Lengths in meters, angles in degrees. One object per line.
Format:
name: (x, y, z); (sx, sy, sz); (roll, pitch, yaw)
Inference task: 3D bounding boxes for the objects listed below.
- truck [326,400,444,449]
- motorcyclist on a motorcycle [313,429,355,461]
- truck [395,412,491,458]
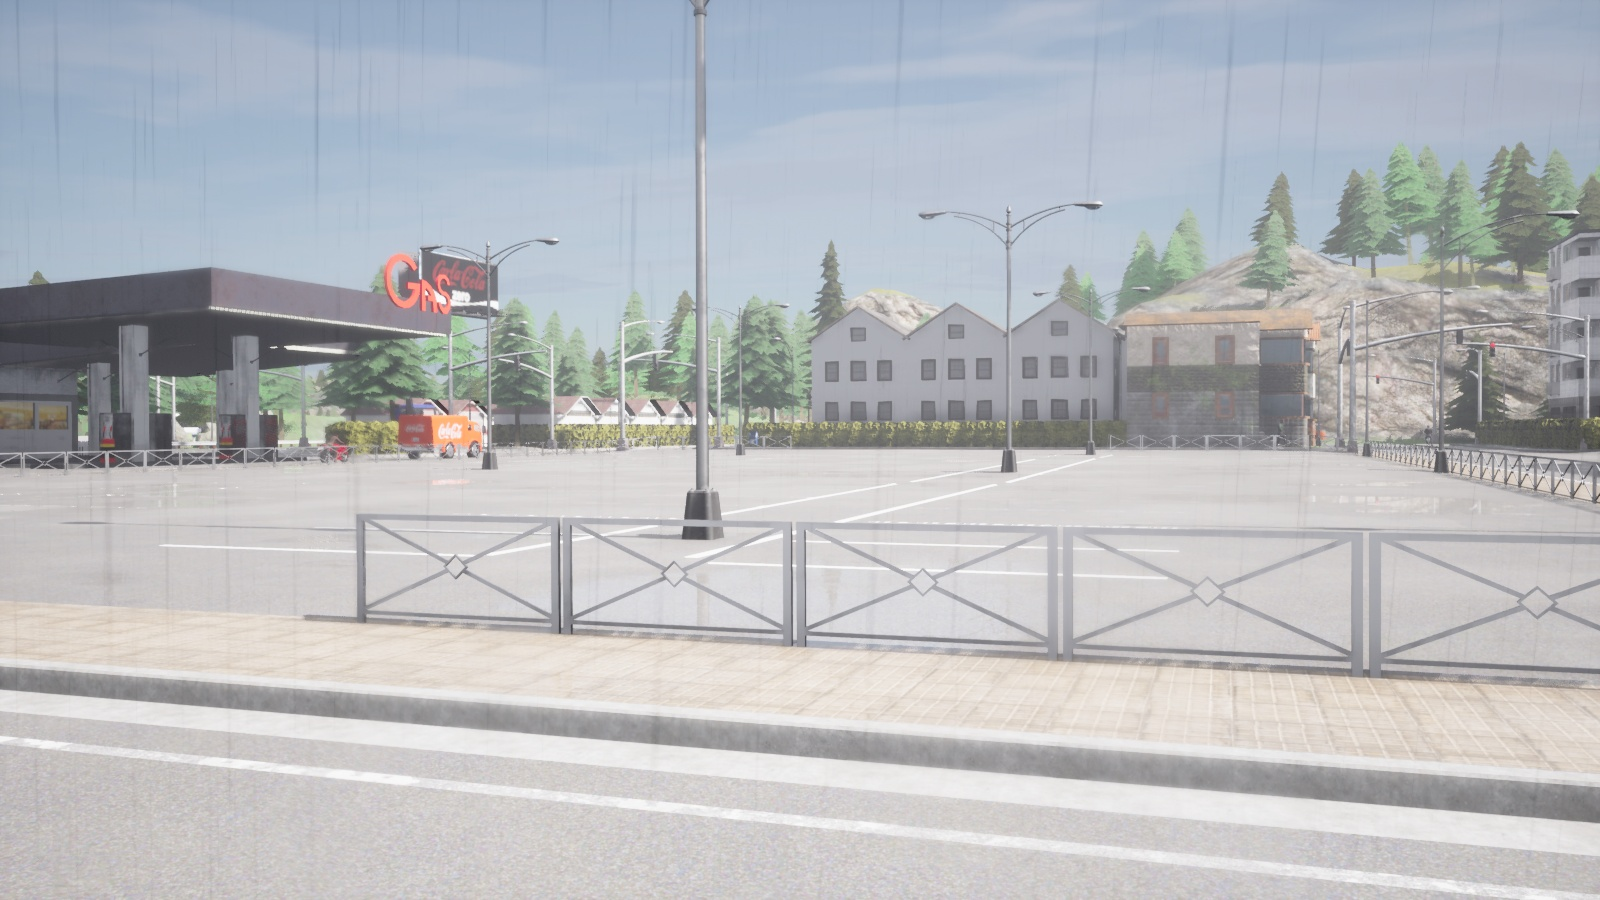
truck: (-30.355, -1.866, 91.884); (7.936, 3.462, 2.891); (0, 2, 19)
motorcyclist on a motorcycle: (-22.763, -0.260, 61.423); (0.797, 1.523, 2.044); (1, 1, 19)
truck: (-19.786, -0.852, 69.821); (2.627, 2.467, 5.204); (1, 1, 19)
